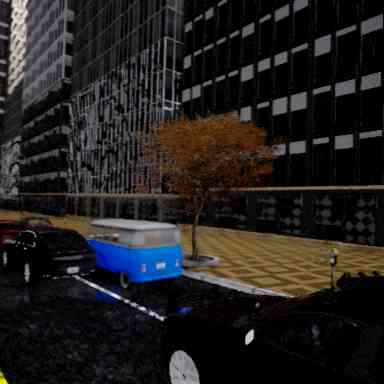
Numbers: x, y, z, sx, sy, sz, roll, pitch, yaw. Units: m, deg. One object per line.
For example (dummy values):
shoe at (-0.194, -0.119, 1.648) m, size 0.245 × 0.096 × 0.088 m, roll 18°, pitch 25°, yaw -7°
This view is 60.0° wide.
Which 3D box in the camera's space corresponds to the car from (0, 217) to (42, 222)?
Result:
car at (-8.681, 2.009, 15.369) m, size 1.882 × 1.535 × 5.008 m, roll 3°, pitch -3°, yaw -37°

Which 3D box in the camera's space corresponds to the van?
van at (-2.005, 1.774, 10.303) m, size 1.690 × 1.788 × 3.998 m, roll 2°, pitch -2°, yaw -40°

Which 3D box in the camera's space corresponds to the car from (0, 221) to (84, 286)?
car at (-4.728, 1.908, 10.805) m, size 1.837 × 1.490 × 4.892 m, roll 3°, pitch -3°, yaw -39°

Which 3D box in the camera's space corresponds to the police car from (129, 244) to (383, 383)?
police car at (1.575, 1.613, 3.188) m, size 1.930 × 1.638 × 5.238 m, roll 3°, pitch -3°, yaw -39°

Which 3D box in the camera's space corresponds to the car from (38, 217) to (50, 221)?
car at (-9.173, 2.120, 18.967) m, size 1.967 × 1.590 × 4.097 m, roll 2°, pitch -2°, yaw -40°
